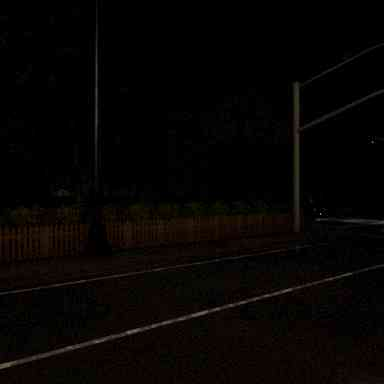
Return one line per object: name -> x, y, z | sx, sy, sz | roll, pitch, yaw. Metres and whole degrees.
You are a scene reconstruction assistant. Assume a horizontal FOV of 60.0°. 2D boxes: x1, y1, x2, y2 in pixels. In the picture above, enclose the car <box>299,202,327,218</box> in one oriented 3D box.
car -> 9.856, 1.601, 30.557 | 1.895, 1.301, 4.718 | 0, 0, -35
